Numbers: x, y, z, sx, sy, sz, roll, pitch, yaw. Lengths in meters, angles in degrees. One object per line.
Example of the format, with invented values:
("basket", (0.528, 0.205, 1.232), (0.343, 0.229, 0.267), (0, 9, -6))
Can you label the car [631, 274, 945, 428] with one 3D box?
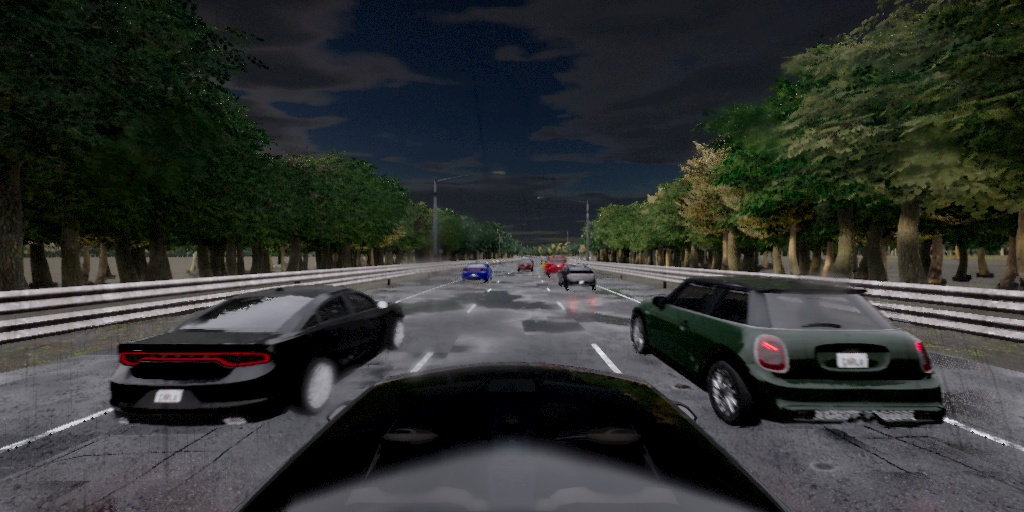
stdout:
("car", (3.561, 1.101, 5.839), (2.097, 1.767, 4.553), (0, 0, 1))

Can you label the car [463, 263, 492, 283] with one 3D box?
("car", (-2.704, 1.266, 28.761), (1.882, 1.535, 5.008), (0, 0, 2))

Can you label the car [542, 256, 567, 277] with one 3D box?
("car", (4.541, 1.041, 36.461), (2.150, 2.045, 5.566), (0, 0, 3))

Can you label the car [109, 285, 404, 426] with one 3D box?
("car", (-3.339, 1.226, 6.005), (1.882, 1.535, 5.008), (0, 0, 1))

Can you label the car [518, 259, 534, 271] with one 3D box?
("car", (1.916, 1.216, 50.263), (2.097, 1.767, 4.553), (0, 0, 2))

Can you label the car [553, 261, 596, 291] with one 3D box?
("car", (3.976, 1.264, 22.428), (2.128, 1.511, 4.902), (0, 0, 2))
